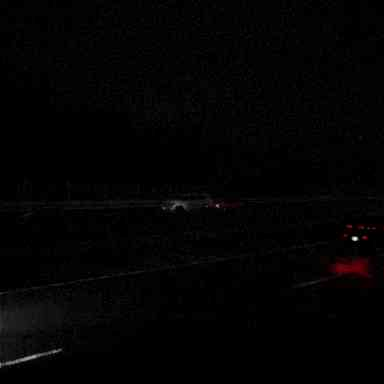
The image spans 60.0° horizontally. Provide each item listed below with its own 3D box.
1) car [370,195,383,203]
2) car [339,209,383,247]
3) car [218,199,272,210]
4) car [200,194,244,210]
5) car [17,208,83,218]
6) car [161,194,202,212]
[{"bbox_3d":[33.042,1.325,58.144,5.008,1.535,1.882,0,0,-35],"label":"car"},{"bbox_3d":[8.108,1.491,13.978,4.892,1.490,1.837,0,0,-36],"label":"car"},{"bbox_3d":[4.935,1.579,29.216,4.718,1.301,1.895,0,0,-36],"label":"car"},{"bbox_3d":[3.421,1.329,32.439,4.553,1.767,2.097,0,0,-36],"label":"car"},{"bbox_3d":[-7.289,1.517,16.030,4.674,1.442,1.812,0,0,-36],"label":"car"},{"bbox_3d":[-0.466,1.204,33.945,5.566,2.045,2.150,0,0,-36],"label":"car"}]
